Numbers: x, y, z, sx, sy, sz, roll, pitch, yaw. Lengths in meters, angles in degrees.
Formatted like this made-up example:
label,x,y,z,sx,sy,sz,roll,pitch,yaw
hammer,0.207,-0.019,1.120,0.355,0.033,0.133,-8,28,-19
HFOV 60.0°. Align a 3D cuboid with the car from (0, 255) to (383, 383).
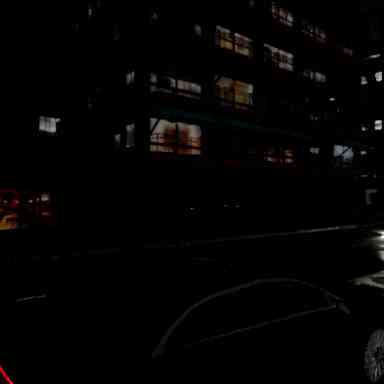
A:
label,x,y,z,sx,sy,sz,roll,pitch,yaw
car,0.476,1.520,3.809,4.902,1.511,2.128,1,0,-36
